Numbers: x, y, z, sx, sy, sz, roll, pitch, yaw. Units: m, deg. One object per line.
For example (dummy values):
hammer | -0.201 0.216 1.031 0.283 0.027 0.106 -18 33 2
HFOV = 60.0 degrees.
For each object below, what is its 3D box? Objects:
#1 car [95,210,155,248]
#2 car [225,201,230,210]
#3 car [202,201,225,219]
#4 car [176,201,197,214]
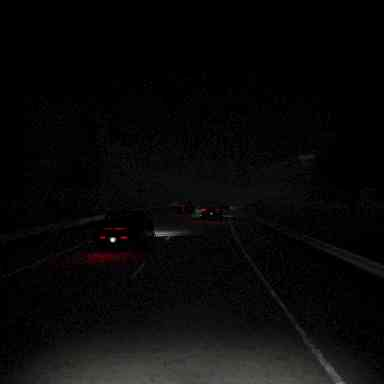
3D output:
car | -2.948 1.600 15.372 1.837 1.490 4.892 0 0 3
car | 4.723 1.953 50.152 1.895 1.301 4.718 0 0 10
car | 1.959 1.744 31.552 1.812 1.442 4.674 0 -1 6
car | -0.606 1.753 39.286 2.128 1.511 4.902 0 0 8
